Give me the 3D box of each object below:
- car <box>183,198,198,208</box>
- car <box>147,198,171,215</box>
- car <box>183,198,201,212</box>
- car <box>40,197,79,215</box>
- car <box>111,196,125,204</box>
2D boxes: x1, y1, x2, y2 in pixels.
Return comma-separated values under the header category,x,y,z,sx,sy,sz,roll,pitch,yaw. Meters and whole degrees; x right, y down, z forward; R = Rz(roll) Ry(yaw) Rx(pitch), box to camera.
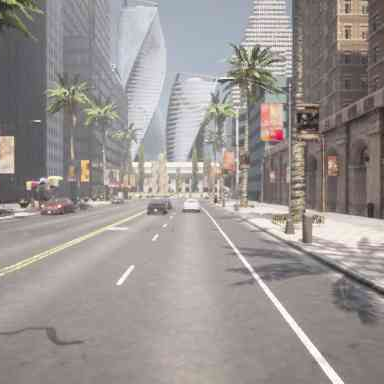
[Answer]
category,x,y,z,sx,sy,sz,roll,pitch,yaw
car,-0.211,1.564,47.996,1.994,1.385,4.181,0,0,-1
car,-3.541,1.505,34.612,1.837,1.490,4.892,0,0,-1
car,-0.083,1.526,38.148,1.812,1.442,4.674,0,0,0
car,-13.723,1.354,34.162,2.185,1.767,4.553,0,0,-1
car,-14.103,1.481,63.534,2.231,1.521,4.892,0,0,-1
